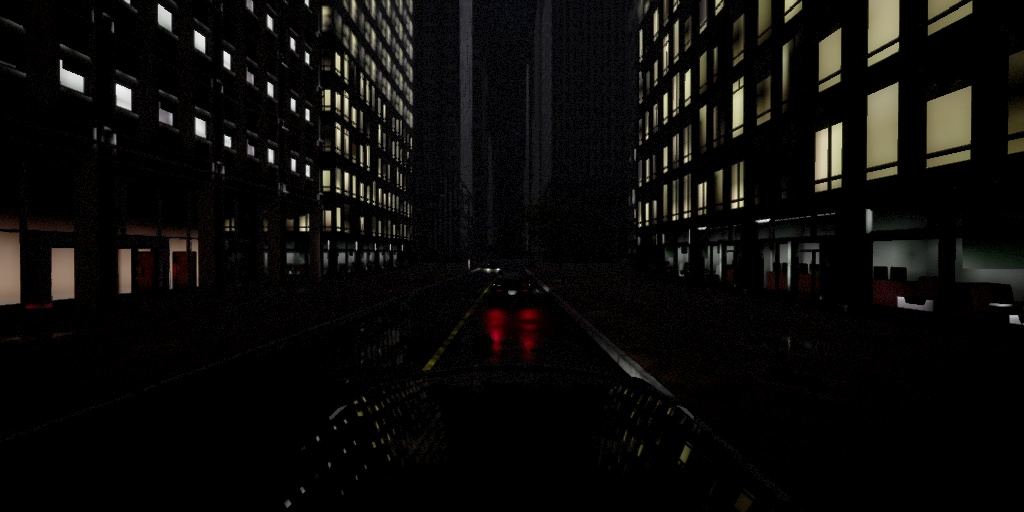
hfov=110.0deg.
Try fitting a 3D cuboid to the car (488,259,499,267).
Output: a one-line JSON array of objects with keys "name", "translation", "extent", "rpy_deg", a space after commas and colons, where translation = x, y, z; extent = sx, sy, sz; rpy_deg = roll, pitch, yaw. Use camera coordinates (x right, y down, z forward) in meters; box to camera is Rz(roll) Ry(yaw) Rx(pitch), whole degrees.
[{"name": "car", "translation": [-3.000, 1.296, 59.505], "extent": [1.882, 1.535, 5.008], "rpy_deg": [0, 0, 0]}]

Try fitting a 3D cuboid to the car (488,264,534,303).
[{"name": "car", "translation": [0.000, 1.282, 16.501], "extent": [1.812, 1.442, 4.674], "rpy_deg": [0, 0, 0]}]

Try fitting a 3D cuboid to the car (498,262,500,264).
[{"name": "car", "translation": [0.000, 1.372, 31.532], "extent": [1.895, 1.301, 4.718], "rpy_deg": [0, 0, 0]}]
